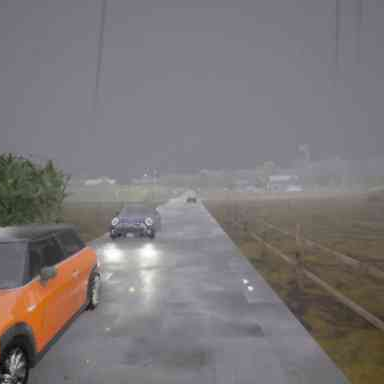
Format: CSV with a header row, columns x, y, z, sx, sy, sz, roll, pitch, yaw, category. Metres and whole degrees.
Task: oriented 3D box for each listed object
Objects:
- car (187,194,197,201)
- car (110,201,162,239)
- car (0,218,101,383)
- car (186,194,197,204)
x,y,z,sx,sy,sz,roll,pitch,yaw,category
-0.079,1.099,70.748,2.033,1.411,5.357,0,0,0,car
-2.769,1.366,17.221,2.097,1.767,4.553,0,0,0,car
-2.849,1.361,4.760,2.097,1.767,4.553,0,0,0,car
-0.066,1.286,60.369,1.882,1.535,5.008,0,0,0,car
